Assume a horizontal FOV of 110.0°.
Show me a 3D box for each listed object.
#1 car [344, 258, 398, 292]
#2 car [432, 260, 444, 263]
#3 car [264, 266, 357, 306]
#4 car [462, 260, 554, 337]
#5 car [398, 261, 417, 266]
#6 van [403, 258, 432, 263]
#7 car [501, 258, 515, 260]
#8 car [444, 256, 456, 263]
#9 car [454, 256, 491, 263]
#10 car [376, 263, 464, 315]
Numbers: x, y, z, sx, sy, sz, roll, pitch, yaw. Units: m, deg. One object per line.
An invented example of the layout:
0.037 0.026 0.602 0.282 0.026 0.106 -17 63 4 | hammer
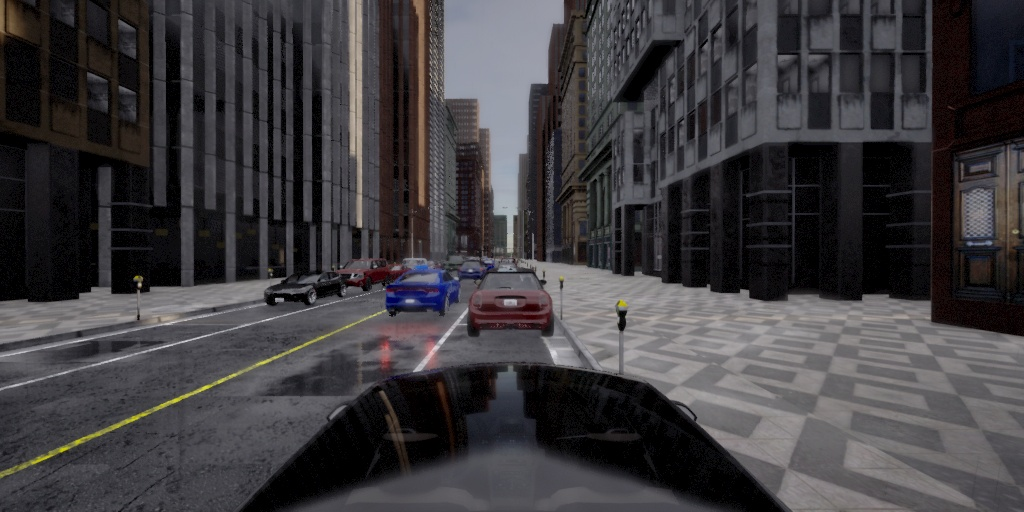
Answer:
-8.908 1.064 21.556 2.192 1.841 5.009 0 0 0 | car
-8.908 1.189 38.467 1.967 1.591 4.097 0 0 0 | car
-8.908 1.315 15.920 1.948 1.339 4.313 0 0 0 | car
-0.032 1.102 10.470 2.097 1.767 4.553 0 0 0 | car
-8.908 1.294 27.194 1.888 1.381 4.507 0 0 0 | car
-8.908 1.090 32.830 1.690 1.789 3.998 0 0 0 | van
-0.383 1.189 27.203 1.967 1.591 4.097 0 0 0 | car
-6.230 0.969 39.754 2.150 2.045 5.566 0 0 0 | car
-3.062 1.102 28.724 2.097 1.767 4.553 0 0 0 | car
-3.145 1.227 13.524 1.882 1.535 5.008 0 0 0 | car
